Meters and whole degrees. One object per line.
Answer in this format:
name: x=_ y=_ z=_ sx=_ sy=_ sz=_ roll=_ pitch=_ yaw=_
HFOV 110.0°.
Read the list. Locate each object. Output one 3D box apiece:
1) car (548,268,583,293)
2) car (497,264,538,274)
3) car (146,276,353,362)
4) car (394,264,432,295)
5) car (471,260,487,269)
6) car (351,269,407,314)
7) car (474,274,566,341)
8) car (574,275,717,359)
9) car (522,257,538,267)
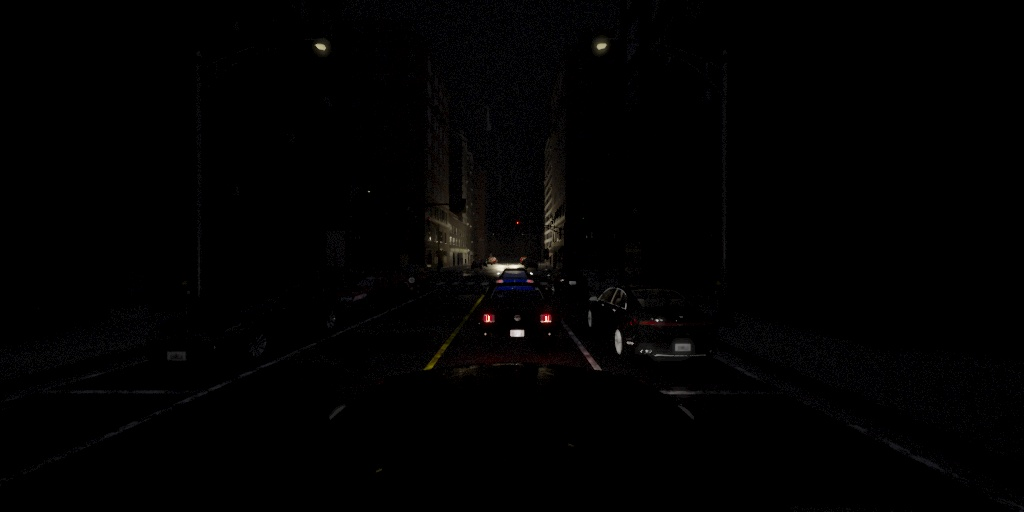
car: x=2.911 y=1.316 z=19.200 sx=1.948 sy=1.339 sz=4.313 roll=0 pitch=0 yaw=0
car: x=0.149 y=1.314 z=18.582 sx=1.994 sy=1.385 sz=4.181 roll=0 pitch=0 yaw=1
car: x=-5.649 y=1.315 z=8.225 sx=1.948 sy=1.339 sz=4.313 roll=0 pitch=0 yaw=0
car: x=-5.614 y=1.190 z=19.227 sx=1.967 sy=1.591 sz=4.097 roll=0 pitch=0 yaw=0
car: x=-5.462 y=1.366 z=56.329 sx=1.802 sy=1.307 sz=4.207 roll=0 pitch=0 yaw=0
car: x=-5.632 y=1.332 z=13.726 sx=1.802 sy=1.307 sz=4.207 roll=0 pitch=0 yaw=0
car: x=0.120 y=1.351 z=9.823 sx=1.895 sy=1.301 sz=4.718 roll=0 pitch=0 yaw=0
car: x=2.876 y=1.300 z=8.198 sx=2.007 sy=1.370 sz=4.403 roll=0 pitch=0 yaw=0
car: x=3.063 y=1.224 z=56.289 sx=1.967 sy=1.591 sz=4.097 roll=0 pitch=0 yaw=0
